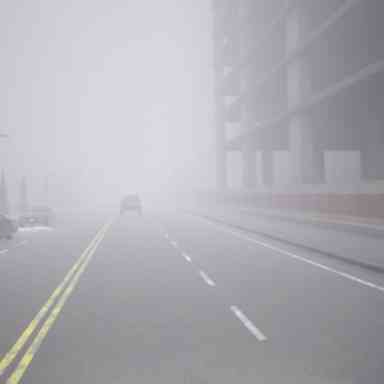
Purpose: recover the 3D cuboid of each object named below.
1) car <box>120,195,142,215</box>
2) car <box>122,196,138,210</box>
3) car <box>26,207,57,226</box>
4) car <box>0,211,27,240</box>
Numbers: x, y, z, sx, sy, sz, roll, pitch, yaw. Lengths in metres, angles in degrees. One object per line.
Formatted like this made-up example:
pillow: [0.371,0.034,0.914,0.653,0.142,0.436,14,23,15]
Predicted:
car: [-6.640,1.376,36.134,2.150,2.045,5.566,-2,0,-10]
car: [-8.783,1.554,47.176,2.097,1.767,4.553,-2,0,-11]
car: [-11.958,1.871,26.009,1.994,1.385,4.181,-2,0,-11]
car: [-10.056,1.813,16.036,2.033,1.411,5.357,-2,0,-10]
